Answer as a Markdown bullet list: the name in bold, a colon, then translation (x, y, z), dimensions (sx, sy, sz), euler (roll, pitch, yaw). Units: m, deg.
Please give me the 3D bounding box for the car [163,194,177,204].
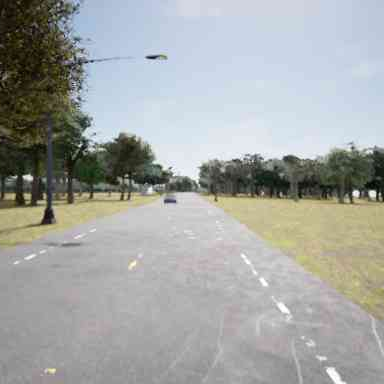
- **car**: translation (-3.563, 1.055, 55.323), dimensions (2.097, 1.767, 4.553), euler (1, 0, 0)
